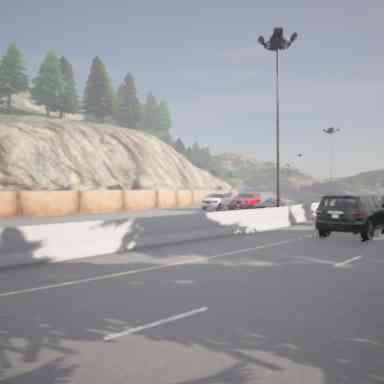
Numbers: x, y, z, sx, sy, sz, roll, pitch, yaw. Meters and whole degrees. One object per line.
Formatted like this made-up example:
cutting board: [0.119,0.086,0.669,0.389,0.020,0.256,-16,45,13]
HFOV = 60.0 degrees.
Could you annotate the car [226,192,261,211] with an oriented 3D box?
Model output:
car: [6.231,1.024,37.442,2.150,2.045,5.566,0,0,30]

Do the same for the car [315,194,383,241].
car: [7.897,1.091,16.078,2.150,2.045,5.566,0,0,43]

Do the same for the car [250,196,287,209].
car: [8.200,1.350,34.026,2.033,1.411,5.357,0,0,32]

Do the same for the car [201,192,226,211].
car: [3.086,1.054,39.005,2.150,2.045,5.566,0,0,30]
